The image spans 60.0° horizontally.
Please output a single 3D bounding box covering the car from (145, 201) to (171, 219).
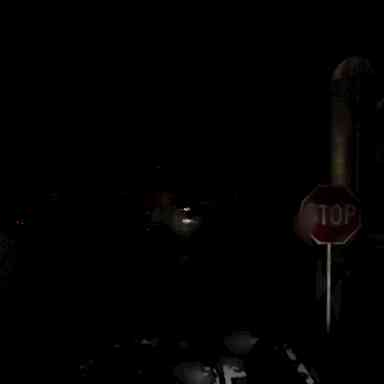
[{"bbox_3d":[-2.743,1.486,28.197,2.033,1.411,5.357,0,0,0],"label":"car"}]

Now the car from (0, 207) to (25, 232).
[{"bbox_3d":[-10.988,1.382,16.798,4.674,1.442,1.812,0,2,-6],"label":"car"}]
